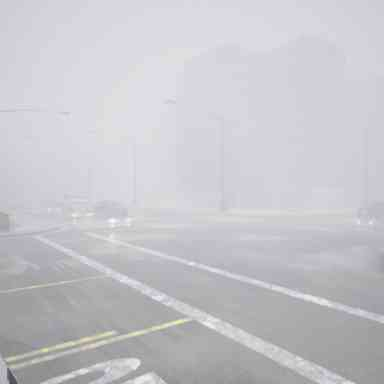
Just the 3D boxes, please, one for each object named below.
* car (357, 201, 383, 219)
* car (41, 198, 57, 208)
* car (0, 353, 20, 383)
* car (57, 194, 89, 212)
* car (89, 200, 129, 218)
[{"bbox_3d":[16.659,1.582,29.846,4.902,1.511,2.128,1,-1,-38],"label":"car"},{"bbox_3d":[-20.514,1.555,48.233,1.994,1.385,4.181,0,0,-37],"label":"car"},{"bbox_3d":[-3.329,1.602,1.423,4.718,1.301,1.895,0,0,-35],"label":"car"},{"bbox_3d":[-13.735,1.213,39.029,2.150,2.045,5.566,0,0,-36],"label":"car"},{"bbox_3d":[-7.526,1.496,30.595,1.837,1.490,4.892,0,0,-36],"label":"car"}]
